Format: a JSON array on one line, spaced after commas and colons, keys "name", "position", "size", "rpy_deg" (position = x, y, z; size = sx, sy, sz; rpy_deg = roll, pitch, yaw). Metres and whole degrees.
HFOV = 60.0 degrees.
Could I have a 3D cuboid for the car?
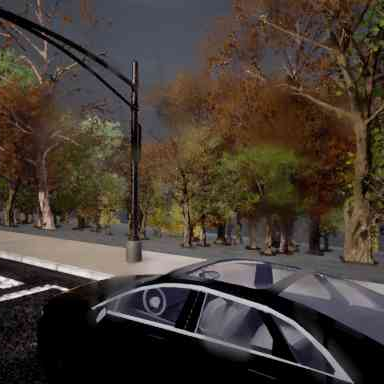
[{"name": "car", "position": [0.246, 1.491, 3.497], "size": [4.902, 1.511, 2.128], "rpy_deg": [0, 0, 37]}]
